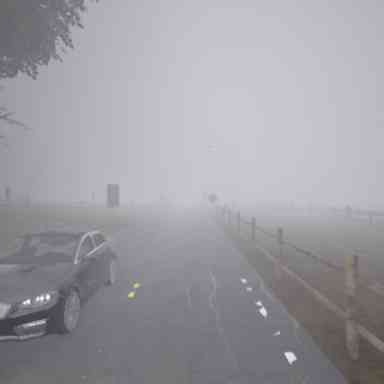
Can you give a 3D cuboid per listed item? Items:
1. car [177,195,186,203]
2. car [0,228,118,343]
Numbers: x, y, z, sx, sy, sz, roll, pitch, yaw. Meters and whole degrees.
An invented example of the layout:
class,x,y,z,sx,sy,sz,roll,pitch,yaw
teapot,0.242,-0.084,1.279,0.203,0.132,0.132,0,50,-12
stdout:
class,x,y,z,sx,sy,sz,roll,pitch,yaw
car,-2.759,1.905,88.962,2.150,2.045,5.566,0,0,0
car,-2.850,1.559,6.914,2.128,1.511,4.902,0,-1,0
